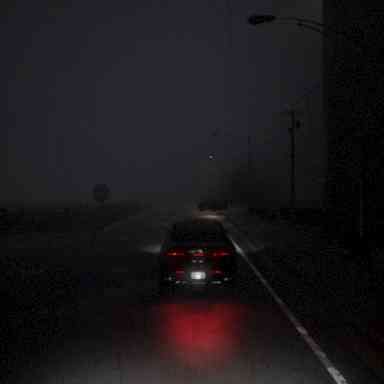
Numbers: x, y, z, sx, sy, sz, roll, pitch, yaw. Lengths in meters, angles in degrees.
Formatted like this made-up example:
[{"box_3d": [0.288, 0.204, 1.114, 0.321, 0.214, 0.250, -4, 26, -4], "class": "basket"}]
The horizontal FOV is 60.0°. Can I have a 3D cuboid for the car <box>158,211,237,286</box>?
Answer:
[{"box_3d": [0.150, 1.499, 9.394, 1.837, 1.490, 4.892, 0, 0, 1], "class": "car"}]

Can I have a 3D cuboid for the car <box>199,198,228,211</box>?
[{"box_3d": [2.525, 1.454, 38.121, 1.882, 1.535, 5.008, 0, 0, 28], "class": "car"}]
